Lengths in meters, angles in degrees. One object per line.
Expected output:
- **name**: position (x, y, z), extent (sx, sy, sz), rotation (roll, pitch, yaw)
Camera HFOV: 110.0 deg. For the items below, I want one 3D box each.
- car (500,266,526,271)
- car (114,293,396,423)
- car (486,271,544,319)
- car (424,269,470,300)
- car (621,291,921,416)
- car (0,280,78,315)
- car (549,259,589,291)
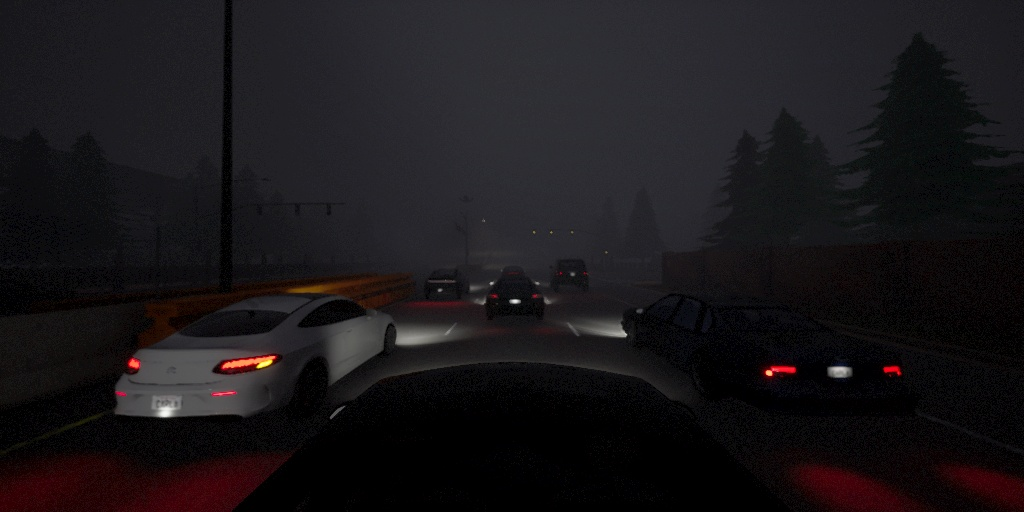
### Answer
- **car**: position (0.096, 1.530, 28.829), extent (1.882, 1.535, 5.008), rotation (0, -1, 0)
- **car**: position (-3.400, 1.323, 5.838), extent (1.812, 1.442, 4.674), rotation (0, -1, 0)
- **car**: position (0.098, 1.444, 13.442), extent (1.994, 1.385, 4.181), rotation (0, -1, 0)
- **car**: position (-3.402, 1.438, 19.360), extent (2.128, 1.511, 4.902), rotation (0, -1, 0)
- **car**: position (3.599, 1.350, 6.448), extent (2.033, 1.411, 5.357), rotation (0, -1, 0)
- **car**: position (-17.525, 1.460, 11.410), extent (1.895, 1.301, 4.718), rotation (0, -1, 0)
- **car**: position (3.780, 1.222, 24.179), extent (2.150, 2.045, 5.566), rotation (0, -1, 3)
